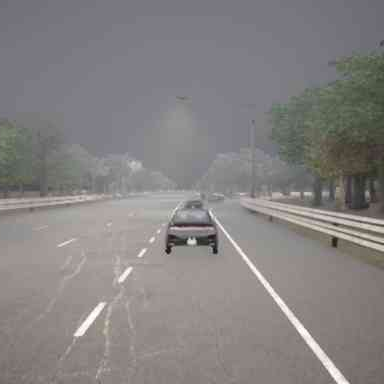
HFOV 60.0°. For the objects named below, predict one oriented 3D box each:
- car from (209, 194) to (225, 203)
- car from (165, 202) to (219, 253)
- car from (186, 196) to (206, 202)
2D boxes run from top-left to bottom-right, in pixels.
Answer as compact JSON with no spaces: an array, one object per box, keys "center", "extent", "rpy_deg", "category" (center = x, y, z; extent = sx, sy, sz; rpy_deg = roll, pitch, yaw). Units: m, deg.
[{"center":[4.078,1.026,54.609],"extent":[2.128,1.511,4.902],"rpy_deg":[0,0,18],"category":"car"},{"center":[-0.007,1.380,13.075],"extent":[2.128,1.511,4.902],"rpy_deg":[0,0,0],"category":"car"},{"center":[0.369,1.248,35.626],"extent":[1.837,1.490,4.892],"rpy_deg":[0,0,5],"category":"car"}]
